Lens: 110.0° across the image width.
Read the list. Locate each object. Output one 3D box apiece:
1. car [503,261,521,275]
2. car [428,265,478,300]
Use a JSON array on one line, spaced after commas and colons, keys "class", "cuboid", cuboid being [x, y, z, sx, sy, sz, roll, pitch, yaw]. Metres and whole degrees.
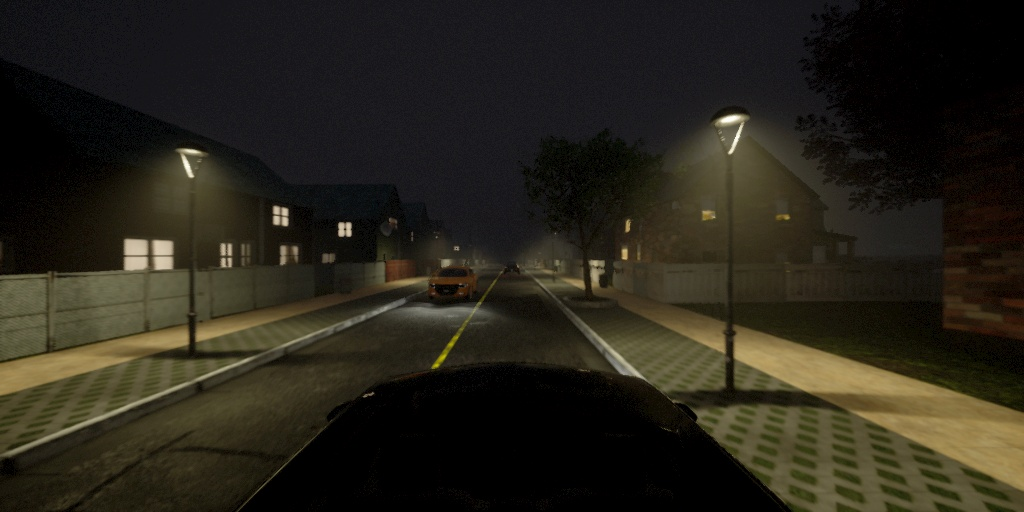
[{"class": "car", "cuboid": [-0.010, 1.387, 41.905, 1.812, 1.442, 4.674, 0, 0, 0]}, {"class": "car", "cuboid": [-2.807, 1.246, 17.894, 1.882, 1.535, 5.008, 0, 0, 0]}]
